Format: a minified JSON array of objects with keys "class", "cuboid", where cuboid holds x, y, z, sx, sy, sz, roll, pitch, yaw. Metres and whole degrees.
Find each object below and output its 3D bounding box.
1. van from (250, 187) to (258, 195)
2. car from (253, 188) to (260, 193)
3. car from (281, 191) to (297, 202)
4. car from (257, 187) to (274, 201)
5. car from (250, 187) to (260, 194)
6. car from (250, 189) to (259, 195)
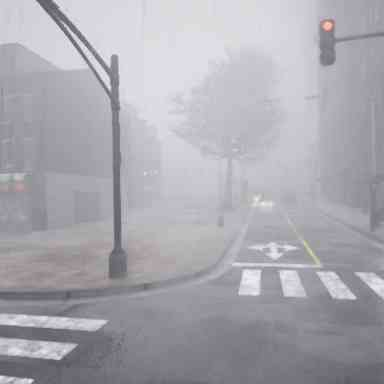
[{"class":"van","cuboid":[13.817,-0.218,73.688,1.690,1.788,3.998,0,1,12]},{"class":"car","cuboid":[17.822,-0.367,92.145,1.887,1.381,4.507,0,1,12]},{"class":"car","cuboid":[13.217,0.580,45.574,1.837,1.490,4.892,-1,2,13]},{"class":"car","cuboid":[11.334,0.449,50.050,2.128,1.511,4.902,-1,2,12]},{"class":"car","cuboid":[15.579,-0.403,81.803,2.192,1.841,5.009,0,1,12]},{"class":"car","cuboid":[14.521,-0.072,76.937,2.008,1.369,4.403,0,1,12]}]
